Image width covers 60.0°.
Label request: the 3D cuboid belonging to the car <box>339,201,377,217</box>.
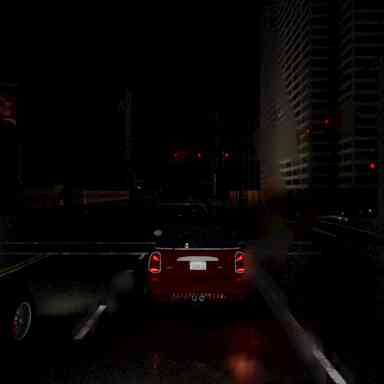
[{"bbox_3d":[16.300,1.547,30.192,5.357,1.411,2.033,0,0,0],"label":"car"}]

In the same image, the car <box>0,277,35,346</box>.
[{"bbox_3d":[-3.395,1.526,3.371,1.812,1.442,4.674,0,0,0],"label":"car"}]

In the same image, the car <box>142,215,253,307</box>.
[{"bbox_3d":[0.108,1.352,8.145,2.097,1.767,4.553,0,0,0],"label":"car"}]

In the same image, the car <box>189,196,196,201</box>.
[{"bbox_3d":[0.082,1.595,83.494,1.895,1.301,4.718,0,0,0],"label":"car"}]
